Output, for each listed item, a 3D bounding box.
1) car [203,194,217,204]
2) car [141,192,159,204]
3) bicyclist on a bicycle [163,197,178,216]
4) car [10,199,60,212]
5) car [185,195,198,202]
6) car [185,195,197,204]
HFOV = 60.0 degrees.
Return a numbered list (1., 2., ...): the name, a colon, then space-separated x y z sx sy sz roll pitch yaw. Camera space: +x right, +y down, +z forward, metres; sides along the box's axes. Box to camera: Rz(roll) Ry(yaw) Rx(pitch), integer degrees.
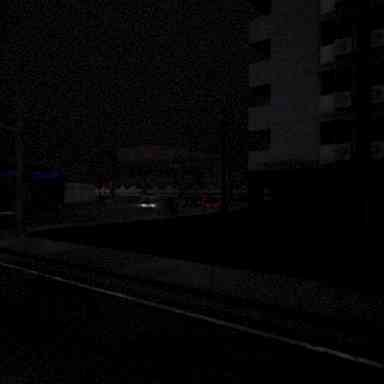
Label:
1. car: 3.343 1.366 58.937 1.812 1.442 4.674 0 0 5
2. car: -7.271 1.023 58.011 2.150 2.045 5.566 0 0 7
3. bicyclist on a bicycle: -1.798 1.212 27.777 1.656 1.620 0.582 0 0 36
4. car: -16.692 1.430 35.470 1.895 1.301 4.718 0 0 36
5. car: -0.170 1.364 67.945 1.994 1.385 4.181 0 0 -8
6. car: -0.129 1.388 59.534 1.994 1.385 4.181 0 0 4
